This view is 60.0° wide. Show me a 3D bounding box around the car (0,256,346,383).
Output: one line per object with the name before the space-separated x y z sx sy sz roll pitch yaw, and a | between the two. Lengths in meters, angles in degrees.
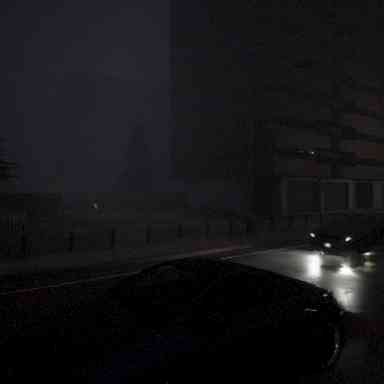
car | 0.009 1.564 4.025 4.181 1.385 1.994 0 0 -37

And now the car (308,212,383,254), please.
car | 7.065 1.548 13.716 5.357 1.411 2.033 0 0 -37
